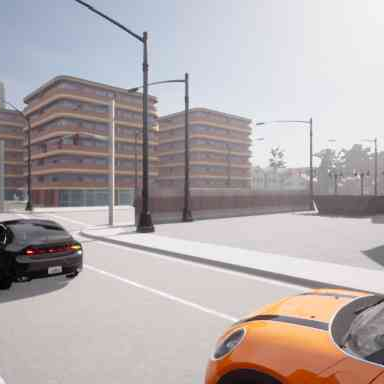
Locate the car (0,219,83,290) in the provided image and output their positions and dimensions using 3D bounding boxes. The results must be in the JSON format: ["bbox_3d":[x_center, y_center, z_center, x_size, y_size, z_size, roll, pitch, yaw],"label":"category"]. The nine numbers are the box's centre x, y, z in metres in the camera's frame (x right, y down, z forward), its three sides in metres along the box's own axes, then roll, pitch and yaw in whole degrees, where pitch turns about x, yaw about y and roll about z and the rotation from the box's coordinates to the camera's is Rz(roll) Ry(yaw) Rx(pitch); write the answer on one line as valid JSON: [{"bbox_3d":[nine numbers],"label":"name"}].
[{"bbox_3d":[-4.726,1.505,9.238,1.837,1.490,4.892,0,0,-43],"label":"car"}]

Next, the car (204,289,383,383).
[{"bbox_3d":[2.264,1.352,2.345,4.553,1.767,2.097,0,0,40],"label":"car"}]
